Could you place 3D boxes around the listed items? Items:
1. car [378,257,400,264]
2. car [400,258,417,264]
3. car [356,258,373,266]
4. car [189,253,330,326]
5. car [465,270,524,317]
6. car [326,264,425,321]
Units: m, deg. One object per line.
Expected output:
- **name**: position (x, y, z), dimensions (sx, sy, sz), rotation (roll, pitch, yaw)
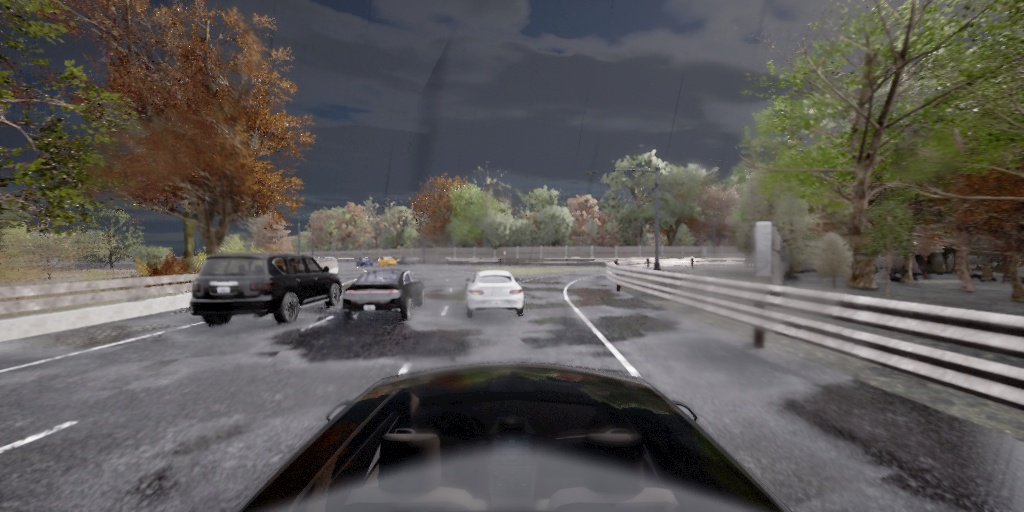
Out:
- **car**: position (-21.235, 0.931, 60.788), dimensions (1.882, 1.535, 5.008), rotation (0, 0, -36)
- **car**: position (-18.303, 0.978, 62.699), dimensions (2.033, 1.411, 5.357), rotation (0, 0, -36)
- **car**: position (-24.167, 1.002, 58.877), dimensions (1.812, 1.442, 4.674), rotation (0, 0, -36)
- **car**: position (-7.565, 0.936, 11.758), dimensions (2.150, 2.045, 5.566), rotation (0, 0, -6)
- **car**: position (-0.677, 1.208, 12.851), dimensions (1.812, 1.442, 4.674), rotation (0, 0, -6)
- **car**: position (-4.152, 1.190, 12.236), dimensions (2.128, 1.511, 4.902), rotation (0, 0, -6)
